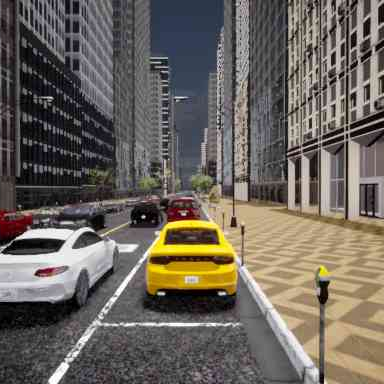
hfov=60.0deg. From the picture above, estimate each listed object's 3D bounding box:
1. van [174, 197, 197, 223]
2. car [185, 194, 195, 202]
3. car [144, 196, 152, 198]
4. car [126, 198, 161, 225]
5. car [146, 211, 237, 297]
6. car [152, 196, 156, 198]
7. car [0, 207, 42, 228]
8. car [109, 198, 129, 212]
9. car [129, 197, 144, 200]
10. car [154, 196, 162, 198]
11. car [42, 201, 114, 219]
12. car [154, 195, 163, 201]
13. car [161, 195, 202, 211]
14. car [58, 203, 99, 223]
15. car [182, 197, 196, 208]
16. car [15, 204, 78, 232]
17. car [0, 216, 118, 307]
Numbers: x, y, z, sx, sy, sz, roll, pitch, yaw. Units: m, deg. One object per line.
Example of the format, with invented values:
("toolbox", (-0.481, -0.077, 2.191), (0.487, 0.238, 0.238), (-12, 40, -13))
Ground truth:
("van", (-0.465, 1.336, 26.356), (1.690, 1.788, 3.998), (-1, 0, 0))
("car", (-0.465, 1.298, 77.509), (2.192, 1.841, 5.009), (-1, 0, 0))
("car", (-8.843, 1.570, 60.458), (1.802, 1.307, 4.206), (-1, 0, 0))
("car", (-3.146, 1.473, 24.060), (1.882, 1.535, 5.008), (0, 0, 0))
("car", (-0.006, 1.476, 8.652), (1.882, 1.535, 5.008), (0, 0, 0))
("car", (-8.845, 1.426, 66.141), (1.967, 1.590, 4.097), (-1, 0, 0))
("car", (-8.843, 1.542, 14.989), (1.887, 1.381, 4.507), (-1, 0, 0))
("car", (-8.844, 1.544, 37.723), (2.008, 1.369, 4.403), (-1, 0, 0))
("car", (-8.843, 1.541, 49.090), (2.008, 1.369, 4.403), (-1, 0, 0))
("car", (-3.046, 1.519, 38.368), (1.812, 1.442, 4.674), (0, 0, 0))
("car", (-6.246, 1.488, 18.967), (2.128, 1.511, 4.902), (0, 0, 0))
("car", (-8.844, 1.545, 88.876), (1.947, 1.339, 4.313), (-1, 0, 0))
("car", (-0.465, 1.311, 20.672), (2.192, 1.841, 5.009), (-1, 0, 0))
("car", (-8.843, 1.577, 26.356), (1.802, 1.307, 4.206), (-1, 0, 0))
("car", (-0.463, 1.541, 49.090), (2.008, 1.369, 4.403), (-1, 0, 0))
("car", (-8.844, 1.547, 20.672), (2.008, 1.369, 4.403), (-1, 0, 0))
("car", (-3.053, 1.524, 7.844), (1.812, 1.442, 4.674), (0, 0, 0))
